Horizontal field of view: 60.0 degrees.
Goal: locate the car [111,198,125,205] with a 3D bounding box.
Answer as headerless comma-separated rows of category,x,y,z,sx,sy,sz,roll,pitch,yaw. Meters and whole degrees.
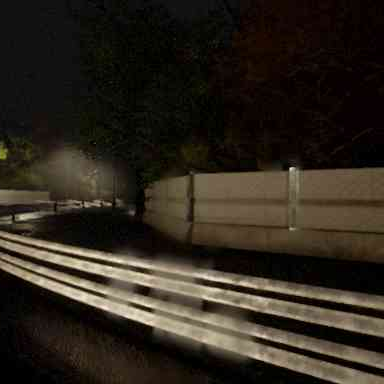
car,-18.060,2.315,78.980,1.895,1.301,4.718,0,-1,0

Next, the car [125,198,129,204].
car,-18.089,2.362,88.884,2.097,1.767,4.553,0,-1,0
